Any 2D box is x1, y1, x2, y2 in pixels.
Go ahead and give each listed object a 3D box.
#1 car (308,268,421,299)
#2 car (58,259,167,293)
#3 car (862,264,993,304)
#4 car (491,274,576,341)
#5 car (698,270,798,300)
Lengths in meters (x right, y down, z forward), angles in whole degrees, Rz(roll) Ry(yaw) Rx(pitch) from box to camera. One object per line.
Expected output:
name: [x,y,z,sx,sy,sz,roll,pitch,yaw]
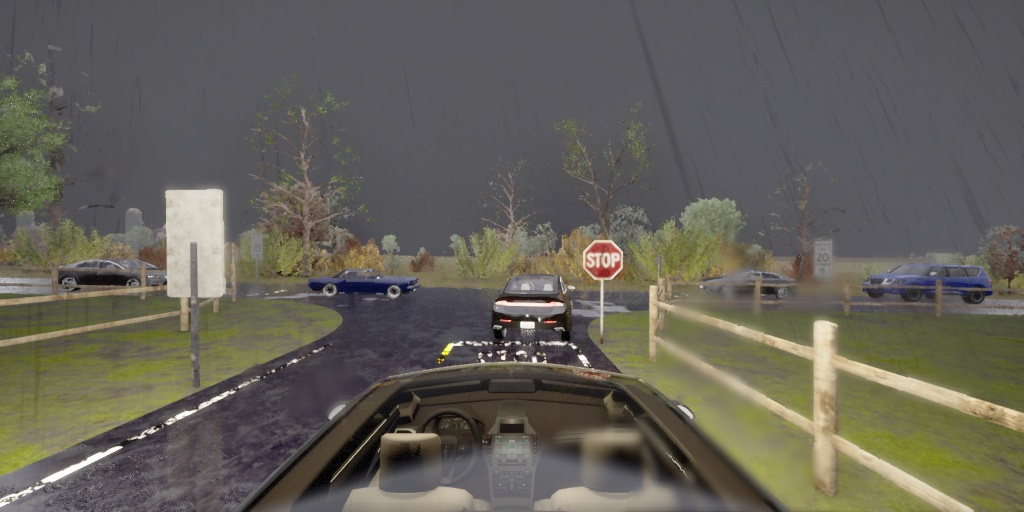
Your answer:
car: [-6.815,1.248,16.969,4.718,1.301,1.895,1,1,0]
car: [-18.483,0.885,16.990,4.902,1.511,2.128,1,1,0]
car: [22.907,1.466,19.873,5.566,2.045,2.150,1,1,0]
car: [0.710,1.240,9.934,2.128,1.511,4.902,0,0,9]
car: [13.012,1.525,19.888,4.902,1.511,2.128,1,1,0]
